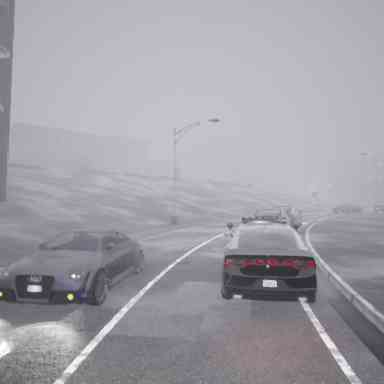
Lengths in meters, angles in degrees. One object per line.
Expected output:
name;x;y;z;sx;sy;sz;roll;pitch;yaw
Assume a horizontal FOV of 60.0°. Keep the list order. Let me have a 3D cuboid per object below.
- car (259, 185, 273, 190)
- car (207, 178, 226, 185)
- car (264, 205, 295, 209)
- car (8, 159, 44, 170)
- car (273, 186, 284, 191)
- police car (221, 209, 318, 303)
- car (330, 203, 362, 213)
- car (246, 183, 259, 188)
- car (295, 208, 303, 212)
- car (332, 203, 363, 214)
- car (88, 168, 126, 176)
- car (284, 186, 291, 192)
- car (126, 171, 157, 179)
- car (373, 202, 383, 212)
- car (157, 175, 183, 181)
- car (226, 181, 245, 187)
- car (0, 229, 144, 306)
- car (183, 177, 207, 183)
car;15.540;-0.839;75.635;2.231;1.521;4.892;-4;-6;44
car;3.775;-1.819;63.869;4.553;1.767;2.185;4;-6;-42
car;4.228;1.613;17.642;1.837;1.490;4.892;-1;-1;19
car;-21.476;-3.264;42.559;4.553;1.767;2.185;3;-5;-39
car;19.341;-0.644;79.793;2.185;1.767;4.553;-4;-6;42
police car;1.839;1.452;8.516;1.930;1.638;5.238;-1;0;10
car;22.882;2.410;49.319;5.357;1.411;2.033;1;-4;-38
car;11.795;-1.085;71.722;2.002;1.452;4.674;-4;-6;45
car;6.400;1.680;22.943;1.837;1.490;4.892;-2;-1;25
car;19.697;2.148;42.054;4.718;1.301;1.895;1;-4;-40
car;-12.974;-2.710;49.425;4.892;1.521;2.231;3;-5;-39
car;23.049;-0.422;83.999;2.435;2.045;5.566;-4;-6;41
car;-8.690;-2.482;52.898;4.892;1.521;2.231;3;-5;-39
car;28.555;2.274;49.319;4.674;1.442;1.812;1;-4;-38
car;-4.451;-2.189;56.466;4.674;1.452;2.002;3;-5;-40
car;7.897;-1.377;67.825;4.792;1.488;2.163;4;-6;-44
car;-2.624;1.627;8.141;1.994;1.385;4.181;-1;-1;9
car;-0.290;-1.964;60.129;5.008;1.535;2.097;4;-5;-41
